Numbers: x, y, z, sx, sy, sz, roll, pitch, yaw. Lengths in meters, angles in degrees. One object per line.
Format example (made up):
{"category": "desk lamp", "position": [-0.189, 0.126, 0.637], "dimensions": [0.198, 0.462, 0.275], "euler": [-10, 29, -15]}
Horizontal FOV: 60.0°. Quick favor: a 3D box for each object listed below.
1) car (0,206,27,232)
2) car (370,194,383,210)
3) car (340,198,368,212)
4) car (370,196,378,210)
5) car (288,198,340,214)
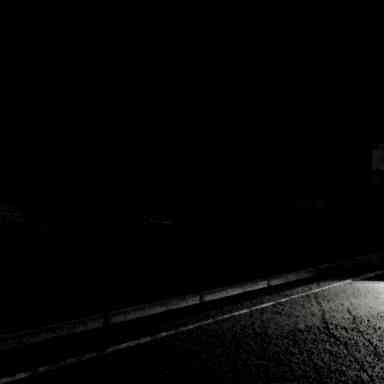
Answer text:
{"category": "car", "position": [-10.664, 1.491, 18.921], "dimensions": [2.002, 1.452, 4.674], "euler": [0, 0, -35]}
{"category": "car", "position": [23.913, 1.385, 43.478], "dimensions": [2.185, 1.767, 4.553], "euler": [1, 0, -35]}
{"category": "car", "position": [17.085, 1.459, 38.661], "dimensions": [2.097, 1.535, 5.008], "euler": [0, 0, -35]}
{"category": "car", "position": [19.357, 1.513, 40.274], "dimensions": [2.002, 1.452, 4.674], "euler": [0, 0, -35]}
{"category": "car", "position": [12.553, 1.442, 35.426], "dimensions": [2.097, 1.535, 5.008], "euler": [0, 0, -35]}
